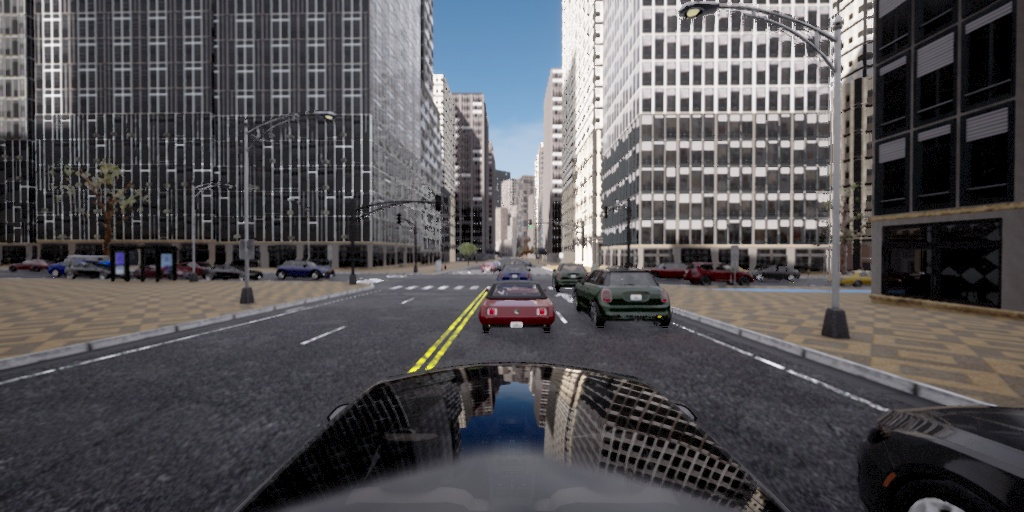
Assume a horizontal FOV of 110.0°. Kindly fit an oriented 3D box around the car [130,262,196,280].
[{"bbox_3d":[-28.334,1.306,29.258,4.207,1.307,1.802,0,0,1],"label":"car"}]

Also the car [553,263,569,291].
[{"bbox_3d":[3.709,1.231,22.790,2.097,1.767,4.553,0,-1,4],"label":"car"}]

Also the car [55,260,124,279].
[{"bbox_3d":[-34.014,1.238,29.449,4.313,1.339,1.948,0,0,1],"label":"car"}]

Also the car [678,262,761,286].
[{"bbox_3d":[16.273,1.434,28.458,5.009,1.841,2.192,0,0,1],"label":"car"}]

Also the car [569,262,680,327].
[{"bbox_3d":[3.375,1.158,11.843,2.097,1.767,4.553,0,0,0],"label":"car"}]

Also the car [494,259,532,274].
[{"bbox_3d":[0.165,1.242,22.976,2.097,1.767,4.553,0,-1,0],"label":"car"}]

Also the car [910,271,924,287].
[{"bbox_3d":[33.190,1.848,28.115,4.207,1.307,1.802,0,0,1],"label":"car"}]

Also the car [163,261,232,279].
[{"bbox_3d":[-27.925,1.226,31.945,4.674,1.442,1.812,1,1,2],"label":"car"}]

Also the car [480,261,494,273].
[{"bbox_3d":[-3.186,1.533,49.460,1.812,1.442,4.674,0,0,0],"label":"car"}]

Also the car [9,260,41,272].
[{"bbox_3d":[-50.861,1.016,38.278,4.207,1.307,1.802,0,0,1],"label":"car"}]

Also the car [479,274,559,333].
[{"bbox_3d":[0.124,1.403,10.973,1.895,1.301,4.718,0,0,0],"label":"car"}]

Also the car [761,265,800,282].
[{"bbox_3d":[24.476,1.638,34.071,4.892,1.490,1.837,1,1,1],"label":"car"}]

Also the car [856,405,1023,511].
[{"bbox_3d":[3.341,1.249,0.482,1.837,1.490,4.892,0,0,0],"label":"car"}]

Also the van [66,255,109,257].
[{"bbox_3d":[-45.179,0.827,38.145,3.998,1.789,1.690,0,0,1],"label":"van"}]

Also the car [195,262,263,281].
[{"bbox_3d":[-22.650,1.341,29.107,4.313,1.339,1.948,0,0,1],"label":"car"}]

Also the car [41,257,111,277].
[{"bbox_3d":[-38.398,1.084,32.192,5.008,1.535,1.882,1,1,2],"label":"car"}]

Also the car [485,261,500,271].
[{"bbox_3d":[-3.151,1.603,59.147,2.033,1.411,5.357,0,0,0],"label":"car"}]

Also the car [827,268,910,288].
[{"bbox_3d":[27.720,1.743,28.226,4.829,1.417,1.751,0,0,1],"label":"car"}]

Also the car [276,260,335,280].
[{"bbox_3d":[-18.144,1.141,31.677,4.553,1.767,2.097,1,1,2],"label":"car"}]
